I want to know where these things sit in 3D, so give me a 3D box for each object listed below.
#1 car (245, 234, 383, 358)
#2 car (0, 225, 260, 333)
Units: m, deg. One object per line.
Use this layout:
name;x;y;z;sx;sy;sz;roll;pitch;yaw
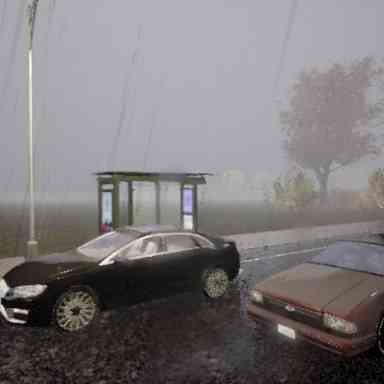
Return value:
car;3.477;1.543;6.162;5.357;1.411;2.033;0;0;-35
car;-1.149;1.490;6.856;4.902;1.511;2.128;0;0;-35
